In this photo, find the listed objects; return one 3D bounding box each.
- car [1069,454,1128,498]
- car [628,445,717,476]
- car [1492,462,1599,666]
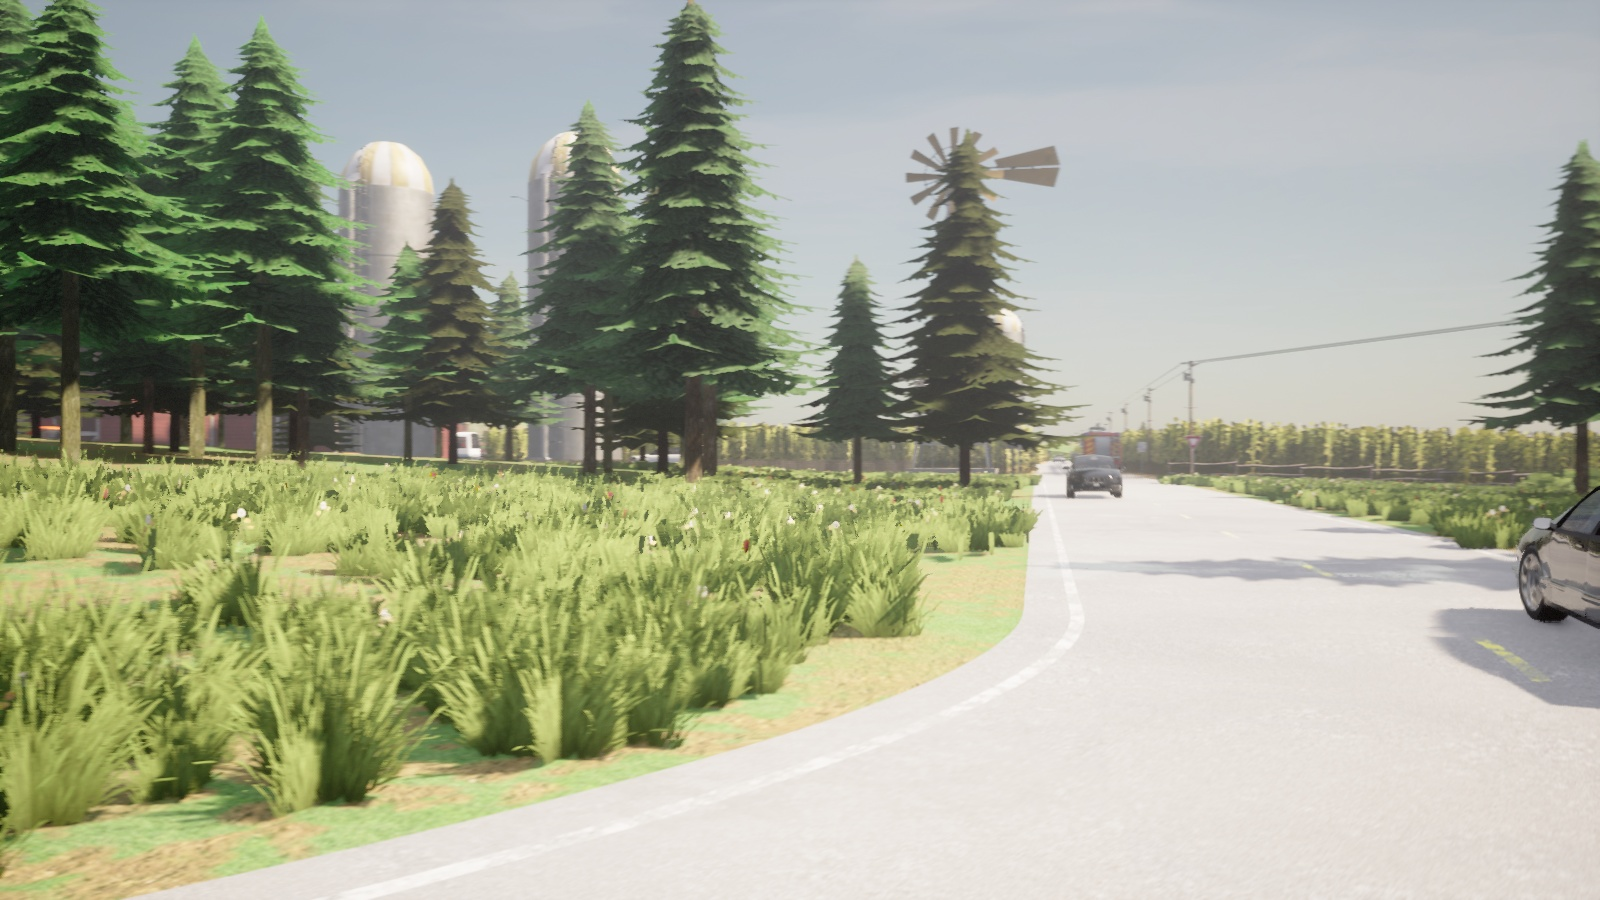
[{"bbox_3d":[10.579,0.901,44.732,1.837,1.490,4.892,0,0,11],"label":"car"},{"bbox_3d":[-8.531,0.702,84.189,5.566,2.045,2.150,0,0,11],"label":"car"},{"bbox_3d":[6.912,0.809,9.485,2.033,1.411,5.357,0,0,19],"label":"car"}]
